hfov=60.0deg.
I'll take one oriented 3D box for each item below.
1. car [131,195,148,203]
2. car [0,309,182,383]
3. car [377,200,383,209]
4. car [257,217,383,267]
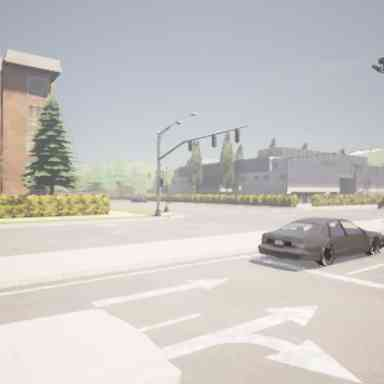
[{"bbox_3d":[-11.376,1.504,71.900,2.097,1.767,4.553,0,0,-34],"label":"car"},{"bbox_3d":[-2.329,1.600,2.108,4.718,1.301,1.895,0,0,-36],"label":"car"},{"bbox_3d":[28.957,1.702,48.552,4.892,1.490,1.837,0,0,-35],"label":"car"},{"bbox_3d":[4.654,1.588,11.572,5.357,1.411,2.033,0,0,-36],"label":"car"}]
